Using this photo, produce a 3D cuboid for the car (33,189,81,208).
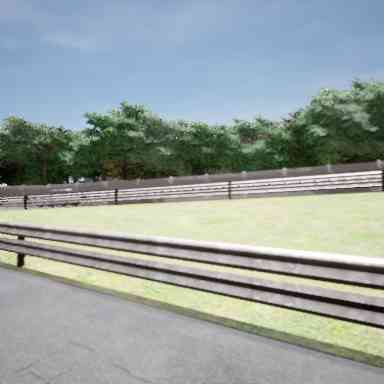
[{"bbox_3d":[-15.575,0.795,38.385,5.566,2.045,2.150,-3,-1,18],"label":"car"}]
